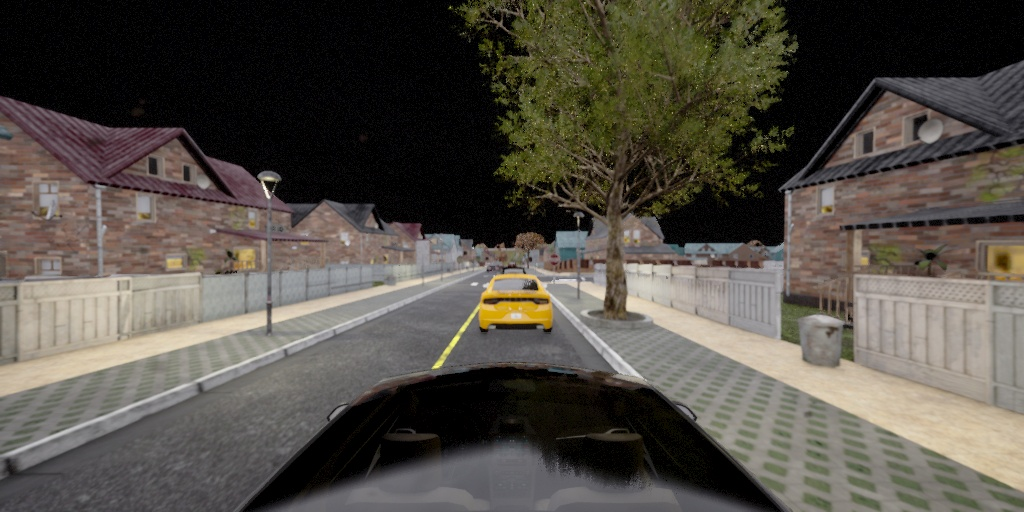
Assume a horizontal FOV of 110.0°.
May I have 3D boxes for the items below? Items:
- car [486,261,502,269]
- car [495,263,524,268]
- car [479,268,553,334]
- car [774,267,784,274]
[{"bbox_3d":[-2.812,1.821,54.606,1.994,1.385,4.181,0,-1,0],"label":"car"},{"bbox_3d":[0.101,1.409,22.225,1.837,1.490,4.892,0,0,0],"label":"car"},{"bbox_3d":[0.099,1.288,10.937,1.882,1.535,5.008,0,-1,0],"label":"car"},{"bbox_3d":[26.346,1.388,32.117,5.566,2.045,2.150,0,2,15],"label":"car"}]
